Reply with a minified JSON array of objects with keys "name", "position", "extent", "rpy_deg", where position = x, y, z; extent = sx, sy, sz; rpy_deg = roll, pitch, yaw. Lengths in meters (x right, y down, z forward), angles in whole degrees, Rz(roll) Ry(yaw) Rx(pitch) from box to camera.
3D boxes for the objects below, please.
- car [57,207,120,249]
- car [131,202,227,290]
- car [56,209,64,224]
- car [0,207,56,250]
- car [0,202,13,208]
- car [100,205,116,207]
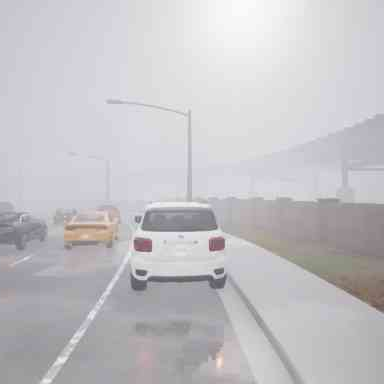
[{"name":"car","position":[-4.512,1.641,15.414],"extent":[1.882,1.535,5.008],"rpy_deg":[0,-1,-8]},{"name":"car","position":[-0.451,1.277,9.412],"extent":[2.150,2.045,5.566],"rpy_deg":[0,-1,-5]},{"name":"car","position":[-11.202,2.181,29.839],"extent":[1.895,1.301,4.718],"rpy_deg":[0,-2,-16]},{"name":"car","position":[-7.976,1.647,14.919],"extent":[2.128,1.511,4.902],"rpy_deg":[0,-1,-8]},{"name":"car","position":[-20.697,2.132,36.062],"extent":[2.150,2.045,5.566],"rpy_deg":[0,-2,-21]},{"name":"car","position":[-7.827,1.938,30.767],"extent":[2.097,1.767,4.553],"rpy_deg":[0,-2,-16]}]
